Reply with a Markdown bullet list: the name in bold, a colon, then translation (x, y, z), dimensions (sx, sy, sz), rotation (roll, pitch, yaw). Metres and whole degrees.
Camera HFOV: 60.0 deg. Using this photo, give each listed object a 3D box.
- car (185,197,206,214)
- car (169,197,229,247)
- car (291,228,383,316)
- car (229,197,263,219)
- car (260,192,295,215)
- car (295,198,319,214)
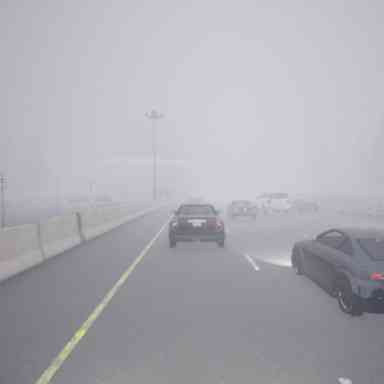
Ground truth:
- **car**: translation (0.318, 1.248, 32.834), dimensions (1.882, 1.535, 5.008), rotation (0, 0, 0)
- **car**: translation (0.192, 1.180, 14.138), dimensions (2.097, 1.767, 4.553), rotation (0, 1, 0)
- **car**: translation (3.649, 1.467, 7.294), dimensions (1.994, 1.385, 4.181), rotation (0, 1, 0)
- **car**: translation (3.771, 1.316, 25.823), dimensions (2.033, 1.411, 5.357), rotation (0, 0, 0)
- **car**: translation (7.302, 0.991, 30.417), dimensions (2.150, 2.045, 5.566), rotation (0, 0, 0)
- **car**: translation (10.801, 1.301, 32.236), dimensions (1.812, 1.442, 4.674), rotation (0, 0, 0)
